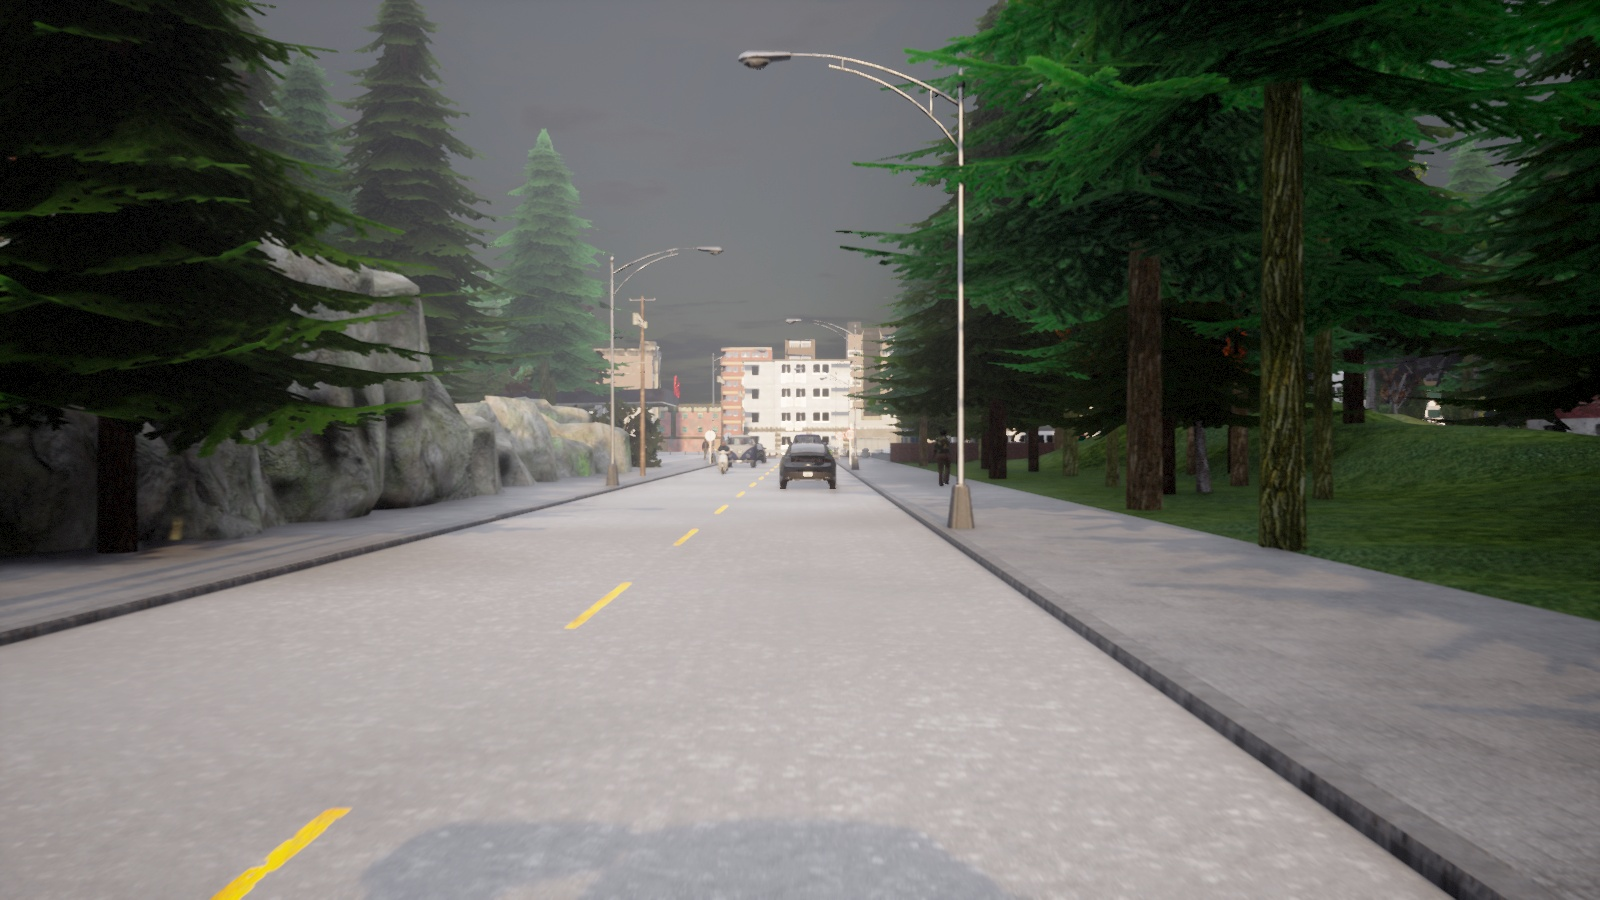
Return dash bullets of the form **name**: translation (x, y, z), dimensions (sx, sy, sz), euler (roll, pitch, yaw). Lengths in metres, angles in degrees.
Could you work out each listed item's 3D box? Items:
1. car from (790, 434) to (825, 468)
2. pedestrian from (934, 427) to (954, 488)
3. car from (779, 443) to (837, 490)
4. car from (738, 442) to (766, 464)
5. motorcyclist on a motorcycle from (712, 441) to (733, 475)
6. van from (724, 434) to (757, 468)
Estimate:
- **car**: translation (0.469, 0.023, 78.926), dimensions (2.150, 2.045, 5.566), euler (0, 1, 0)
- **pedestrian**: translation (4.580, 0.235, 39.828), dimensions (0.395, 1.930, 0.692), euler (0, 0, 29)
- **car**: translation (0.263, 0.511, 42.509), dimensions (1.837, 1.490, 4.892), euler (0, 0, 0)
- **car**: translation (-3.476, 0.202, 92.114), dimensions (1.882, 1.535, 5.008), euler (0, 1, 0)
- **motorcyclist on a motorcycle**: translation (-3.633, 0.363, 59.301), dimensions (0.866, 1.590, 1.817), euler (0, 1, 1)
- **van**: translation (-3.548, 0.071, 75.497), dimensions (1.775, 1.987, 4.442), euler (0, 0, 0)
